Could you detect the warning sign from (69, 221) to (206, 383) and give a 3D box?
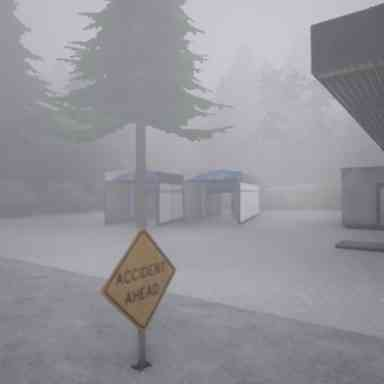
[{"bbox_3d":[-0.634,1.361,4.136,1.060,1.860,1.300,-1,0,35],"label":"warning sign"}]
